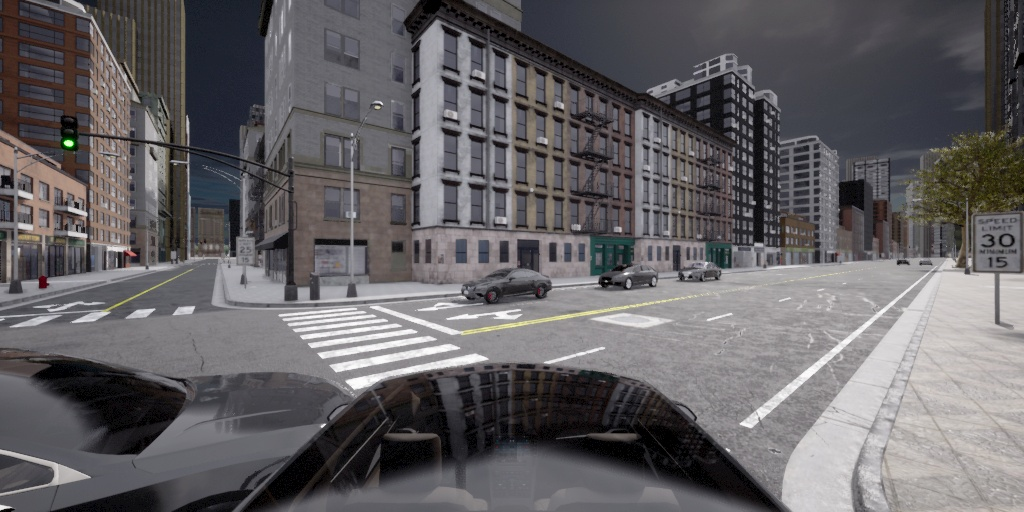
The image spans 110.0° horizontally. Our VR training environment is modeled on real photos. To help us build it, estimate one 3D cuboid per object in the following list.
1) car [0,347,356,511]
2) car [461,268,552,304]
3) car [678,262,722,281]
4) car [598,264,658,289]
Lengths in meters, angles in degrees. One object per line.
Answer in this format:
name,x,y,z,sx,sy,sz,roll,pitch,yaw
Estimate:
car,-3.233,1.257,1.695,4.892,1.490,1.837,0,0,-35
car,-0.140,1.286,16.686,4.674,1.442,1.812,0,0,-39
car,15.484,1.234,29.476,4.902,1.511,2.128,0,0,-39
car,7.513,1.257,22.957,4.892,1.490,1.837,0,0,-39
